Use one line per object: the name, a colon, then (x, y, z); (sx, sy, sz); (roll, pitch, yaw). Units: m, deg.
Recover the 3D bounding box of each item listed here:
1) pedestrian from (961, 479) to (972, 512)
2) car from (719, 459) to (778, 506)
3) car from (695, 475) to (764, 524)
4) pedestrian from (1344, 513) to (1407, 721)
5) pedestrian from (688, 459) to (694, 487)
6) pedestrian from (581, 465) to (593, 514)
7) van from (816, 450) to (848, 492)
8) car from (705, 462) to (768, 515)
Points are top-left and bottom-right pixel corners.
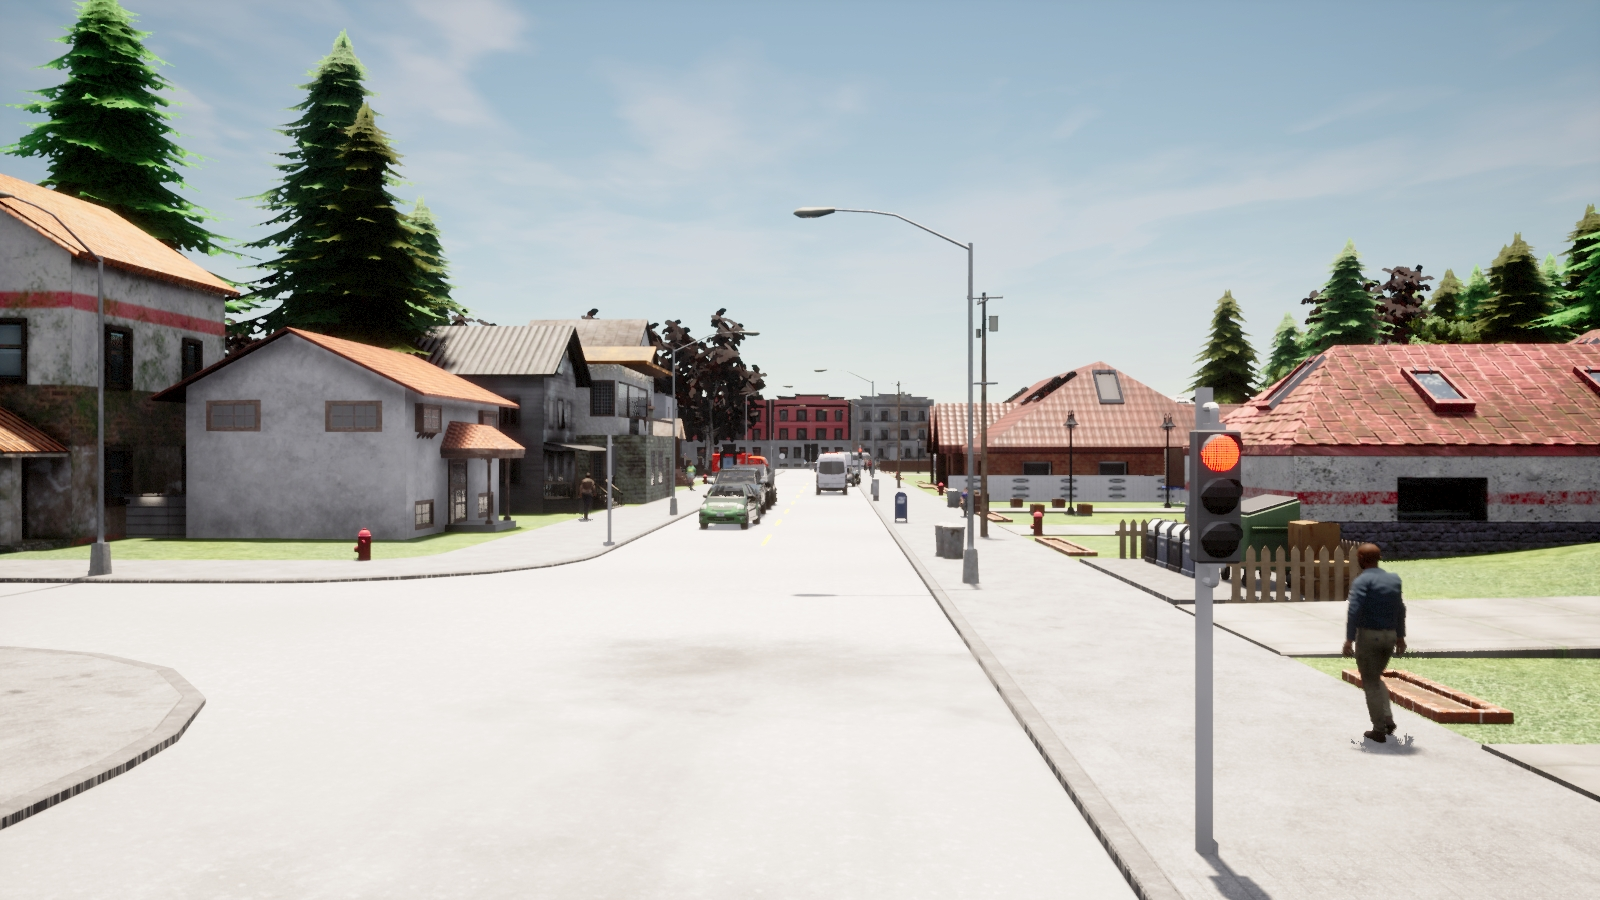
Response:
pedestrian: (6.579, 1.803, 45.132); (0.375, 1.300, 0.375); (0, 0, -4)
car: (-2.451, 1.534, 55.813); (2.390, 2.098, 6.274); (0, 0, 2)
car: (-2.533, 1.779, 41.798); (1.851, 1.617, 3.988); (0, 0, 7)
pedestrian: (5.307, 1.524, 10.547); (0.375, 1.860, 0.375); (0, 0, -4)
pedestrian: (-7.160, 1.524, 75.173); (0.375, 1.860, 0.375); (0, 0, 5)
pedestrian: (-8.159, 1.525, 43.702); (0.375, 1.860, 0.375); (0, 0, 2)
van: (2.035, 1.315, 73.194); (1.988, 2.561, 5.915); (0, 0, 2)
car: (-2.626, 1.559, 48.404); (2.150, 2.045, 5.566); (0, 0, 2)
